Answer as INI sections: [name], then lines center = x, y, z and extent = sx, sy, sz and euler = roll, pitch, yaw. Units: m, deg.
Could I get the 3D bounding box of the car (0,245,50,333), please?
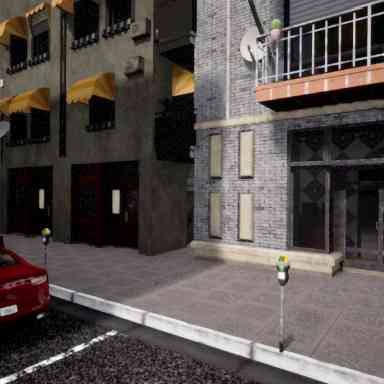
[car]
center = -4.405, 1.544, 6.015
extent = 4.507, 1.381, 1.887
euler = 0, 1, 36
